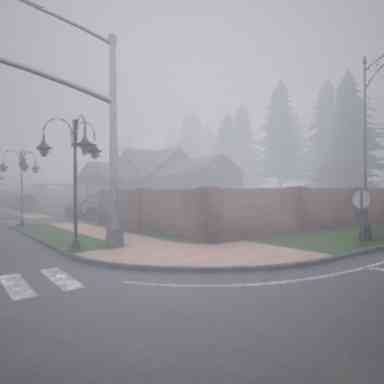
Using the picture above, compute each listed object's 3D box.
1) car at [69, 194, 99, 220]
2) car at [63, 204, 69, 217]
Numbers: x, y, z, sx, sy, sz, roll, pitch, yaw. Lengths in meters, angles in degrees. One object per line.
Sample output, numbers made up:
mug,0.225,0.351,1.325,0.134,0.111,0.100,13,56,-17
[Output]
car,-6.592,1.139,25.600,4.605,1.855,1.932,-1,0,-37
car,-8.410,1.152,27.380,3.866,1.878,1.905,-1,0,-37
